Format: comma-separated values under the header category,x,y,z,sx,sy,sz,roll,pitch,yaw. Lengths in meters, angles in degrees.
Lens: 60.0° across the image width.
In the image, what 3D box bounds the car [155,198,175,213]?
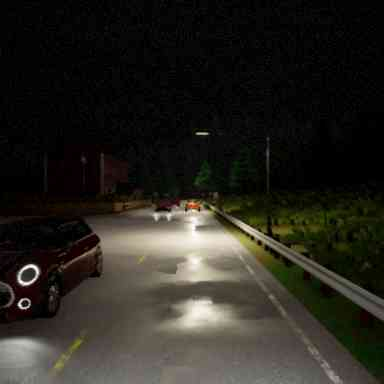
category,x,y,z,sx,sy,sz,roll,pitch,yaw
car,-3.583,1.867,42.519,1.882,1.535,5.008,0,-1,0

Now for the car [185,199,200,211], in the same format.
category,x,y,z,sx,sy,sz,roll,pitch,yaw
car,0.105,1.784,47.090,2.097,1.767,4.553,0,-1,0

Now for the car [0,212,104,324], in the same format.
category,x,y,z,sx,sy,sz,roll,pitch,yaw
car,-3.561,1.422,7.540,2.097,1.767,4.553,0,0,0

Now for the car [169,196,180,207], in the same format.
category,x,y,z,sx,sy,sz,roll,pitch,yaw
car,-3.493,1.818,64.541,2.150,2.045,5.566,0,-1,0
